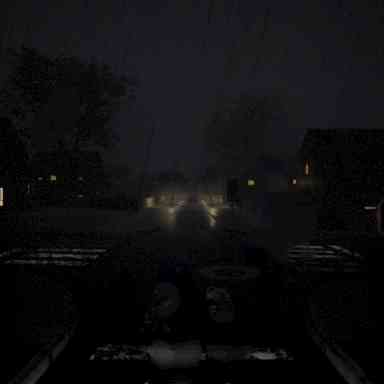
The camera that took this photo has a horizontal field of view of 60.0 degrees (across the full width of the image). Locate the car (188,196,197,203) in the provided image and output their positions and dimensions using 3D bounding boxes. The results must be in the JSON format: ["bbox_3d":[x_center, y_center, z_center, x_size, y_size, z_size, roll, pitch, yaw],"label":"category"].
[{"bbox_3d":[0.059,1.555,68.920,1.882,1.535,5.008,0,0,0],"label":"car"}]
